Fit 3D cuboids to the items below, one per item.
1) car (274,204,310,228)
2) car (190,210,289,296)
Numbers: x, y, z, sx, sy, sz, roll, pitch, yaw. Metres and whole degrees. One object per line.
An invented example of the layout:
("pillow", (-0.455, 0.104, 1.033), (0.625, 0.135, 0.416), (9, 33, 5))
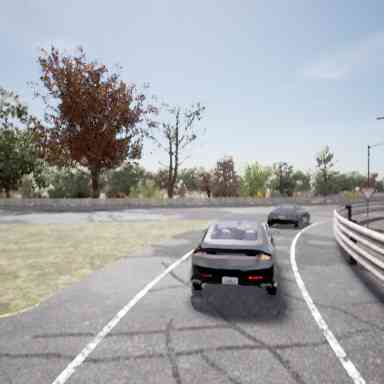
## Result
("car", (6.426, 1.465, 21.846), (1.994, 1.385, 4.181), (0, 0, 30))
("car", (1.219, 1.452, 8.667), (2.128, 1.511, 4.902), (0, 0, 12))
